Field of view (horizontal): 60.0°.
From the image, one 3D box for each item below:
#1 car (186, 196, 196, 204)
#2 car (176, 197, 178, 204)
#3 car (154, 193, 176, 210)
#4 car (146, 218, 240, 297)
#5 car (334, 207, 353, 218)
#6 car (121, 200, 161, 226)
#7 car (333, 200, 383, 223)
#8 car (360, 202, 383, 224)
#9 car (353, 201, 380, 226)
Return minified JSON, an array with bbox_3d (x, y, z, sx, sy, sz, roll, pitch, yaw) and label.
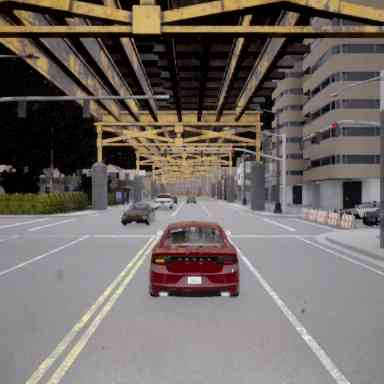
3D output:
[{"bbox_3d":[-0.137,1.547,63.294,2.033,1.411,5.357,0,0,0],"label":"car"},{"bbox_3d":[-3.636,1.498,62.870,1.882,1.535,5.008,0,0,0],"label":"car"},{"bbox_3d":[-3.692,1.220,43.857,2.150,2.045,5.566,0,0,0],"label":"car"},{"bbox_3d":[0.056,1.478,8.619,1.882,1.535,5.008,0,0,0],"label":"car"},{"bbox_3d":[13.581,1.295,25.453,4.536,1.218,1.853,0,0,25],"label":"car"},{"bbox_3d":[-3.651,1.548,23.564,2.033,1.411,5.357,0,0,0],"label":"car"},{"bbox_3d":[13.534,1.453,25.474,4.974,1.542,2.038,0,0,25],"label":"car"},{"bbox_3d":[13.265,1.295,21.333,4.536,1.218,1.853,0,0,-20],"label":"car"},{"bbox_3d":[13.216,1.453,21.315,4.974,1.542,2.038,0,0,-20],"label":"car"}]
